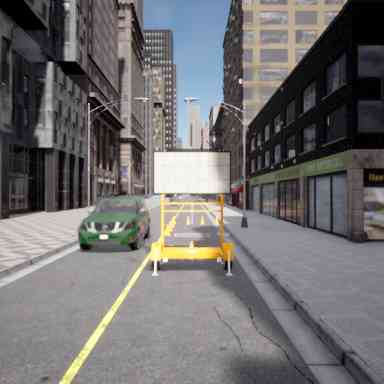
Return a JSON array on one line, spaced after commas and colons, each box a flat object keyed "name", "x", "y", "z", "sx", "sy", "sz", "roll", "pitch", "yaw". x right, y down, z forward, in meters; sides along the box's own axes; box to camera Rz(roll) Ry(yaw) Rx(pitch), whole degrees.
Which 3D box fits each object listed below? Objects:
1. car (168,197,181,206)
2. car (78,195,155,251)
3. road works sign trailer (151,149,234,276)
[{"name": "car", "x": -3.074, "y": 1.610, "z": 57.478, "sx": 1.812, "sy": 1.442, "sz": 4.674, "roll": 0, "pitch": 0, "yaw": 0}, {"name": "car", "x": -3.099, "y": 1.227, "z": 14.458, "sx": 2.150, "sy": 2.045, "sz": 5.566, "roll": 0, "pitch": 0, "yaw": 0}, {"name": "road works sign trailer", "x": 0.007, "y": 0.467, "z": 10.360, "sx": 2.380, "sy": 3.560, "sz": 2.880, "roll": 0, "pitch": 0, "yaw": 0}]
